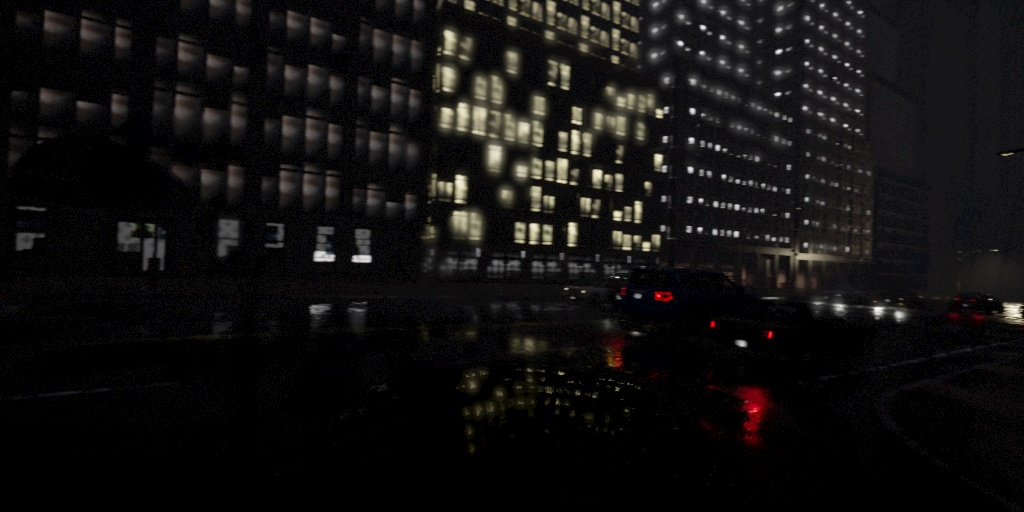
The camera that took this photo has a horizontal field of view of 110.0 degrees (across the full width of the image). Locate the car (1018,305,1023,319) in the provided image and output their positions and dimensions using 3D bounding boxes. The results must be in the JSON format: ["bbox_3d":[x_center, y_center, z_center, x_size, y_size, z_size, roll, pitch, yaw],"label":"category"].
[{"bbox_3d":[34.978,3.558,23.245,4.718,1.301,1.895,4,-1,-27],"label":"car"}]

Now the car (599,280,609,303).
[{"bbox_3d":[7.090,1.612,16.696,5.566,2.045,2.150,4,-1,-27],"label":"car"}]

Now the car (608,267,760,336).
[{"bbox_3d":[6.321,1.486,12.448,5.566,2.045,2.150,3,-1,-27],"label":"car"}]

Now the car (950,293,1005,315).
[{"bbox_3d":[34.921,3.523,26.917,4.902,1.511,2.128,4,-1,-26],"label":"car"}]

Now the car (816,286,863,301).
[{"bbox_3d":[28.412,3.311,31.047,4.674,1.442,1.812,4,-1,-26],"label":"car"}]

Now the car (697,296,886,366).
[{"bbox_3d":[7.285,1.847,9.282,4.718,1.301,1.895,3,-1,-27],"label":"car"}]

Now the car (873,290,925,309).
[{"bbox_3d":[30.958,3.430,28.686,4.181,1.385,1.994,4,-1,-26],"label":"car"}]

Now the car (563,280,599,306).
[{"bbox_3d":[5.106,1.946,19.338,4.718,1.301,1.895,4,-1,-27],"label":"car"}]
